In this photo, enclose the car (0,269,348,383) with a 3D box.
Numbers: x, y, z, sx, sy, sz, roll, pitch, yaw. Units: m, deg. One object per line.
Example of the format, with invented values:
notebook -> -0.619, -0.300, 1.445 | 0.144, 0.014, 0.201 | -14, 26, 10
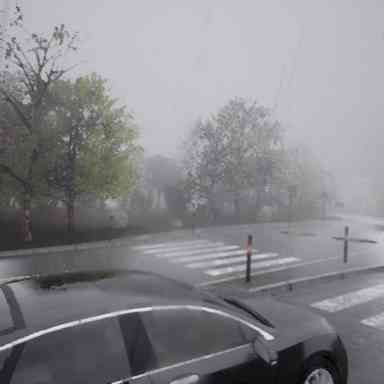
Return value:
car -> -0.584, 1.504, 2.955 | 4.892, 1.490, 1.837 | 1, 0, -34
